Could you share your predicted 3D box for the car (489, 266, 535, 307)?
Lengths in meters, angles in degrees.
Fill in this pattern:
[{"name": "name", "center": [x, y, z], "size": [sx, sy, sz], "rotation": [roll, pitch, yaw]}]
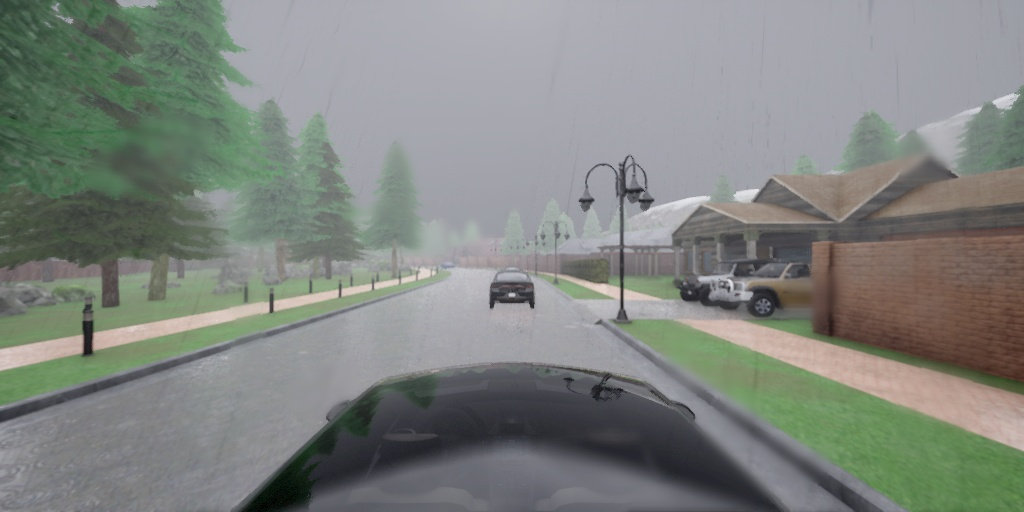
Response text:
[{"name": "car", "center": [0.006, 1.363, 16.274], "size": [1.882, 1.535, 5.008], "rotation": [0, 0, 0]}]
